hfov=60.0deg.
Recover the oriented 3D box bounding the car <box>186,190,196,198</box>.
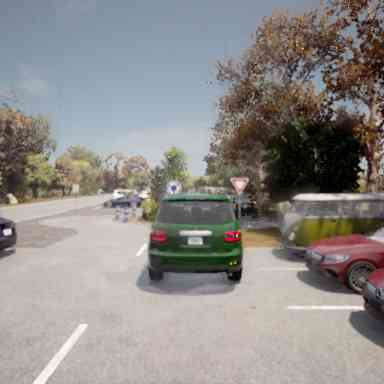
[{"bbox_3d":[-0.137,0.410,65.899,1.837,1.490,4.892,0,2,1],"label":"car"}]

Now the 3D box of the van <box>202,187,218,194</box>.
[{"bbox_3d":[5.031,-0.433,92.853,4.442,1.987,1.878,0,1,0],"label":"van"}]

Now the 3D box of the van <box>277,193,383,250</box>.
[{"bbox_3d":[4.937,1.035,10.375,4.442,1.987,1.878,-1,1,0],"label":"van"}]

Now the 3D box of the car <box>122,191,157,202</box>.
[{"bbox_3d":[-8.405,0.715,54.020,5.366,1.575,1.946,0,2,0],"label":"car"}]

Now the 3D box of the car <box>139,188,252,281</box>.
[{"bbox_3d":[0.090,1.022,9.420,2.150,2.045,5.566,0,1,0],"label":"car"}]

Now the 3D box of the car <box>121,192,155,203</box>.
[{"bbox_3d":[-8.217,0.803,51.245,4.892,1.521,2.231,0,2,0],"label":"car"}]

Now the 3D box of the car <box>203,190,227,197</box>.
[{"bbox_3d":[4.888,0.275,70.576,5.008,1.535,2.097,0,1,0],"label":"car"}]

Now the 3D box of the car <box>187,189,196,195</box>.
[{"bbox_3d":[-0.145,-0.026,78.821,2.128,1.511,4.902,0,1,0],"label":"car"}]

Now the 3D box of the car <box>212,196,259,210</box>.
[{"bbox_3d":[4.832,1.221,37.481,5.008,1.535,2.097,0,2,0],"label":"car"}]

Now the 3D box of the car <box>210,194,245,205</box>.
[{"bbox_3d":[4.845,1.013,45.666,4.674,1.452,2.002,0,2,0],"label":"car"}]

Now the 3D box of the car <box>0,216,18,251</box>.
[{"bbox_3d":[-8.046,1.288,10.327,4.792,1.488,2.163,0,1,0],"label":"car"}]

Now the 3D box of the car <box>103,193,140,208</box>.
[{"bbox_3d":[-8.268,1.169,40.146,4.792,1.488,2.163,0,2,0],"label":"car"}]

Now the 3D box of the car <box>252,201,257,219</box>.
[{"bbox_3d":[3.374,1.110,25.942,2.097,1.767,4.553,0,-1,-12],"label":"car"}]

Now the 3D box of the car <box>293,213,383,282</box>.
[{"bbox_3d":[5.060,1.360,7.708,4.674,1.452,2.002,0,1,0],"label":"car"}]

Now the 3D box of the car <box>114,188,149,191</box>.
[{"bbox_3d":[-8.203,0.720,45.687,5.566,2.045,2.435,0,2,0],"label":"car"}]

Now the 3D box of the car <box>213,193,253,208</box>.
[{"bbox_3d":[4.872,1.012,40.247,4.553,1.767,2.185,0,2,0],"label":"car"}]

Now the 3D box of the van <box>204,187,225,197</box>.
[{"bbox_3d":[5.003,-0.010,73.340,4.442,1.987,1.878,0,1,0],"label":"van"}]

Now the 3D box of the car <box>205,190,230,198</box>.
[{"bbox_3d":[4.904,0.434,65.040,4.792,1.488,2.163,0,1,0],"label":"car"}]

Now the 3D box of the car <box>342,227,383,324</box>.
[{"bbox_3d":[5.054,1.424,4.924,4.674,1.452,2.002,0,1,0],"label":"car"}]

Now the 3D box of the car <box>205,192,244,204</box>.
[{"bbox_3d":[4.667,0.886,48.434,5.366,1.575,1.946,0,2,0],"label":"car"}]

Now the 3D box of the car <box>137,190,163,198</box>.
[{"bbox_3d":[-8.210,0.402,65.109,4.892,1.521,2.231,0,2,0],"label":"car"}]

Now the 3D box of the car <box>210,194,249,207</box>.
[{"bbox_3d":[4.815,1.087,42.897,4.792,1.488,2.163,0,2,0],"label":"car"}]

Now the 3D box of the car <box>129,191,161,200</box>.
[{"bbox_3d":[-8.397,0.545,59.691,5.366,1.575,1.946,0,2,0],"label":"car"}]

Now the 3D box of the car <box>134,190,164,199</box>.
[{"bbox_3d":[-8.023,0.470,62.342,5.366,1.575,1.946,0,2,0],"label":"car"}]

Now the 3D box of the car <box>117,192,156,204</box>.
[{"bbox_3d":[-8.042,0.883,48.470,5.366,1.575,1.946,0,2,0],"label":"car"}]

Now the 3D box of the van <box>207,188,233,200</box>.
[{"bbox_3d":[4.985,0.326,59.625,4.442,1.987,1.878,0,2,0],"label":"van"}]

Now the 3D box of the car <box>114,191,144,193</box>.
[{"bbox_3d":[-8.230,1.055,42.920,5.008,1.535,2.097,0,2,0],"label":"car"}]

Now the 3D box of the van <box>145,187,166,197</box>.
[{"bbox_3d":[-8.076,-0.014,73.431,4.442,1.987,1.878,0,1,0],"label":"van"}]
